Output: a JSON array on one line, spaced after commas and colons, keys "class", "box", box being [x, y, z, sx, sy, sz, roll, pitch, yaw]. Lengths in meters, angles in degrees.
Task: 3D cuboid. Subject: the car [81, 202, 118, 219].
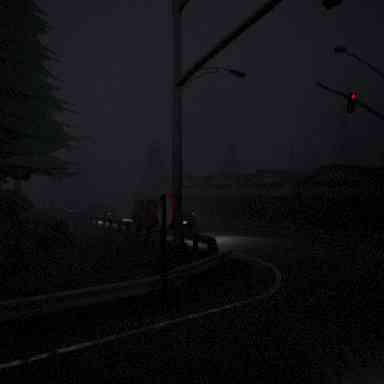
[{"class": "car", "box": [-8.381, 1.755, 30.748, 1.994, 1.385, 4.181, 0, 0, -35]}]

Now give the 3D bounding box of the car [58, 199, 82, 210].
[{"class": "car", "box": [-16.685, 1.727, 46.147, 2.033, 1.411, 5.357, 0, 0, 0]}]

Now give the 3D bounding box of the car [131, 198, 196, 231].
[{"class": "car", "box": [-1.995, 1.413, 21.567, 2.150, 2.045, 5.566, 0, 0, -35]}]
